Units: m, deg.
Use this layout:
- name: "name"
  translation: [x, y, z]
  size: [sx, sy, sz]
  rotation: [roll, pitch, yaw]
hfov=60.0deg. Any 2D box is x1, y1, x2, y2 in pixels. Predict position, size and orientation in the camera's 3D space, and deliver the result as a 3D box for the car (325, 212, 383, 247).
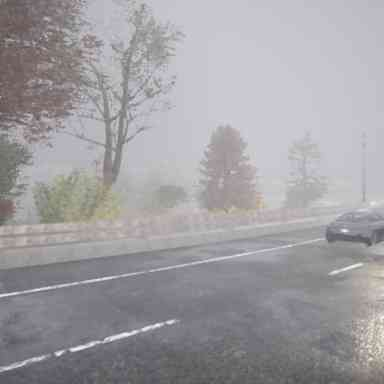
- name: "car"
  translation: [7.878, 1.596, 15.350]
  size: [4.181, 1.385, 1.994]
  rotation: [0, 0, -43]
